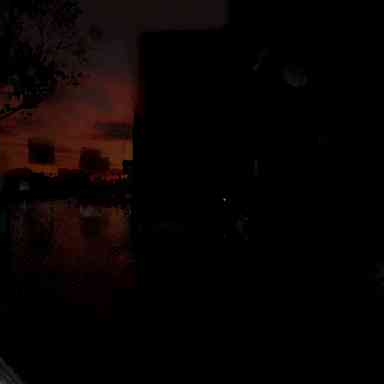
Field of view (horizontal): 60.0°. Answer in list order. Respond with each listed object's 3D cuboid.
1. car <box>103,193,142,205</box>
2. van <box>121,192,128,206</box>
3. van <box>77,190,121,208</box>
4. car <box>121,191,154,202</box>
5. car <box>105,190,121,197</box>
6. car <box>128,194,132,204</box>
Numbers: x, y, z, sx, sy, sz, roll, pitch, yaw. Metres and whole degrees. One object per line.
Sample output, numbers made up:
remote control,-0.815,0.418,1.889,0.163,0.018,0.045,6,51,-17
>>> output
car,-9.984,1.002,47.794,5.366,1.575,1.946,2,1,-14
van,-10.654,0.839,41.814,4.442,1.987,1.878,2,1,-14
van,-10.959,0.866,38.828,4.442,1.987,1.878,2,1,-14
car,-9.374,0.800,56.663,5.366,1.575,1.946,2,2,-14
car,-16.848,0.271,70.707,1.994,1.385,4.181,2,1,6
car,-10.464,1.034,44.760,5.008,1.535,2.097,2,1,-14
